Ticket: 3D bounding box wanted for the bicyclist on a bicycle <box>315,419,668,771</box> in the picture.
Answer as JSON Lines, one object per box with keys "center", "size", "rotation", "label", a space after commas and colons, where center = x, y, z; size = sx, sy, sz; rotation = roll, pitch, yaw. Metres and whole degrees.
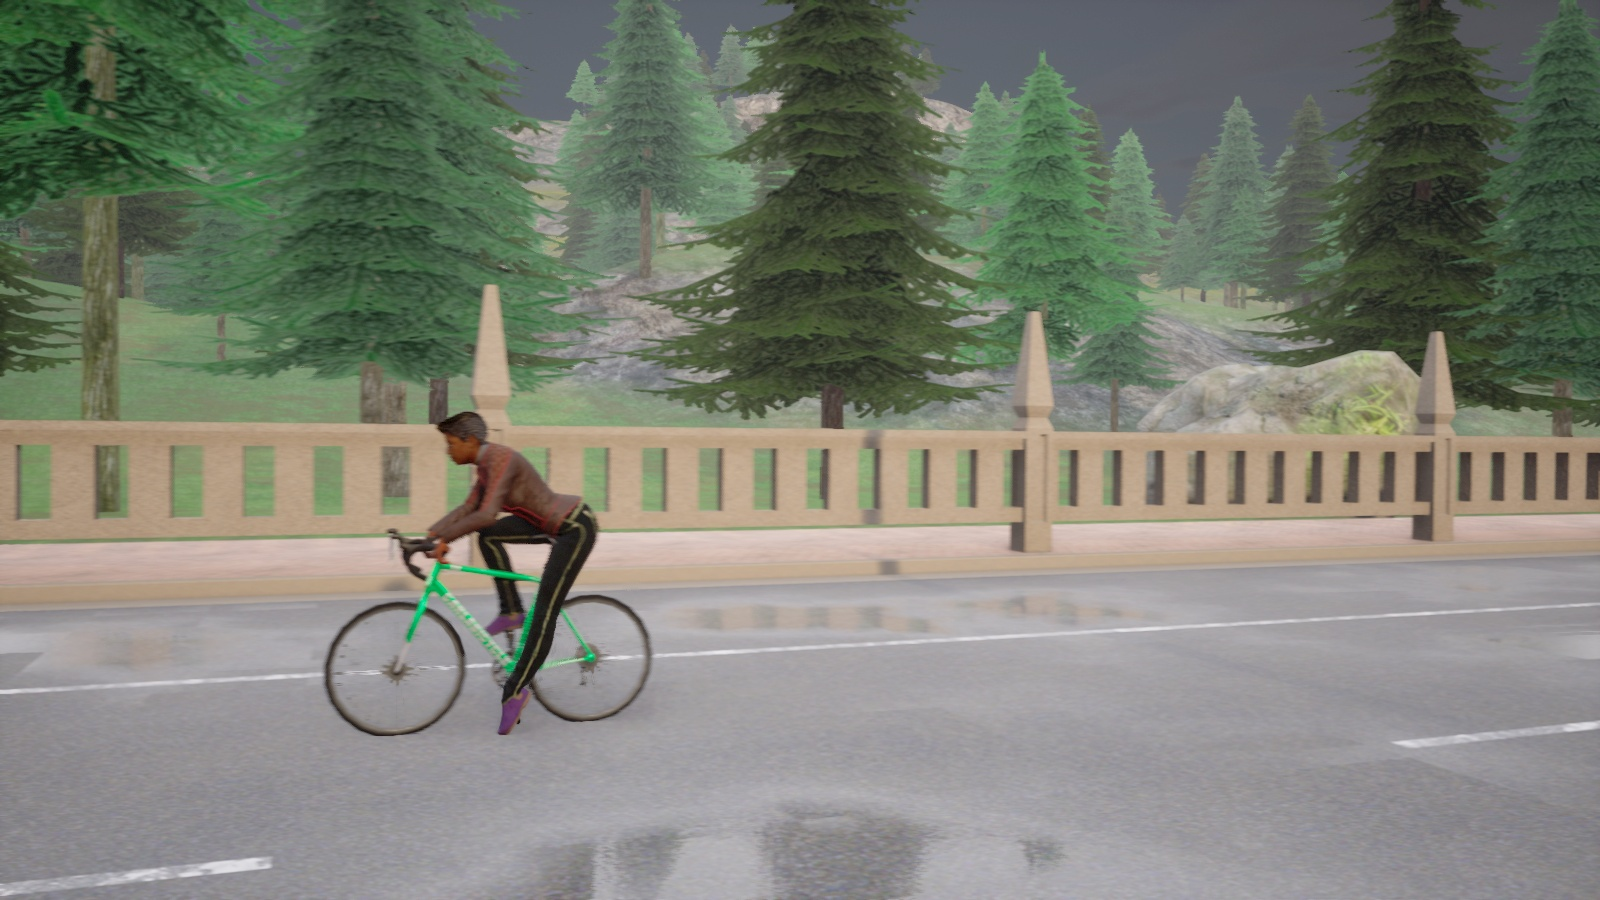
{"center": [-1.563, 0.664, 6.389], "size": [1.656, 1.620, 0.582], "rotation": [-1, 1, -21], "label": "bicyclist on a bicycle"}
